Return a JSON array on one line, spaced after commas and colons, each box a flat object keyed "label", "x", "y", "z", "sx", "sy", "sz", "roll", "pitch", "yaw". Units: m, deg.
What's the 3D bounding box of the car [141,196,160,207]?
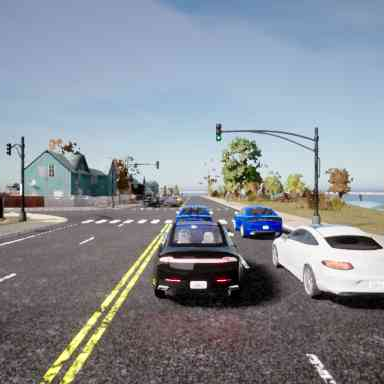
[{"label": "car", "x": -6.471, "y": 1.532, "z": 50.320, "sx": 1.837, "sy": 1.490, "sz": 4.892, "roll": 0, "pitch": 0, "yaw": 0}]

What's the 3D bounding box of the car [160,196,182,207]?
[{"label": "car", "x": -3.182, "y": 1.576, "z": 51.432, "sx": 2.033, "sy": 1.411, "sz": 5.357, "roll": 0, "pitch": 0, "yaw": 3}]

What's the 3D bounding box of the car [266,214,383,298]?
[{"label": "car", "x": 3.366, "y": 1.526, "z": 8.365, "sx": 1.812, "sy": 1.442, "sz": 4.674, "roll": 0, "pitch": 0, "yaw": 0}]

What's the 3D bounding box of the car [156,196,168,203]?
[{"label": "car", "x": -6.335, "y": 1.596, "z": 69.756, "sx": 2.033, "sy": 1.411, "sz": 5.357, "roll": 0, "pitch": 0, "yaw": 0}]

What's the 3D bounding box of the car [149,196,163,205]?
[{"label": "car", "x": -6.432, "y": 1.545, "z": 59.730, "sx": 1.837, "sy": 1.490, "sz": 4.892, "roll": 0, "pitch": 0, "yaw": 0}]

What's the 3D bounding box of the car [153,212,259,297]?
[{"label": "car", "x": 0.121, "y": 1.491, "z": 8.535, "sx": 2.128, "sy": 1.511, "sz": 4.902, "roll": 0, "pitch": 0, "yaw": 0}]

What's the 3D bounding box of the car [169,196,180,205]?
[{"label": "car", "x": -3.167, "y": 1.520, "z": 61.416, "sx": 1.882, "sy": 1.535, "sz": 5.008, "roll": 0, "pitch": 0, "yaw": 0}]

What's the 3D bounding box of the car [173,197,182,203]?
[{"label": "car", "x": -3.081, "y": 1.655, "z": 71.425, "sx": 1.895, "sy": 1.301, "sz": 4.718, "roll": 0, "pitch": 0, "yaw": 0}]

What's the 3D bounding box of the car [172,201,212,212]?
[{"label": "car", "x": 0.133, "y": 1.479, "z": 18.036, "sx": 1.882, "sy": 1.535, "sz": 5.008, "roll": 0, "pitch": 0, "yaw": 1}]

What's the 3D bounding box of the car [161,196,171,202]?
[{"label": "car", "x": -6.311, "y": 1.617, "z": 80.122, "sx": 2.033, "sy": 1.411, "sz": 5.357, "roll": 0, "pitch": 0, "yaw": 0}]

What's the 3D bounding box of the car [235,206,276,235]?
[{"label": "car", "x": 3.391, "y": 1.479, "z": 17.711, "sx": 1.882, "sy": 1.535, "sz": 5.008, "roll": 0, "pitch": 0, "yaw": 0}]
